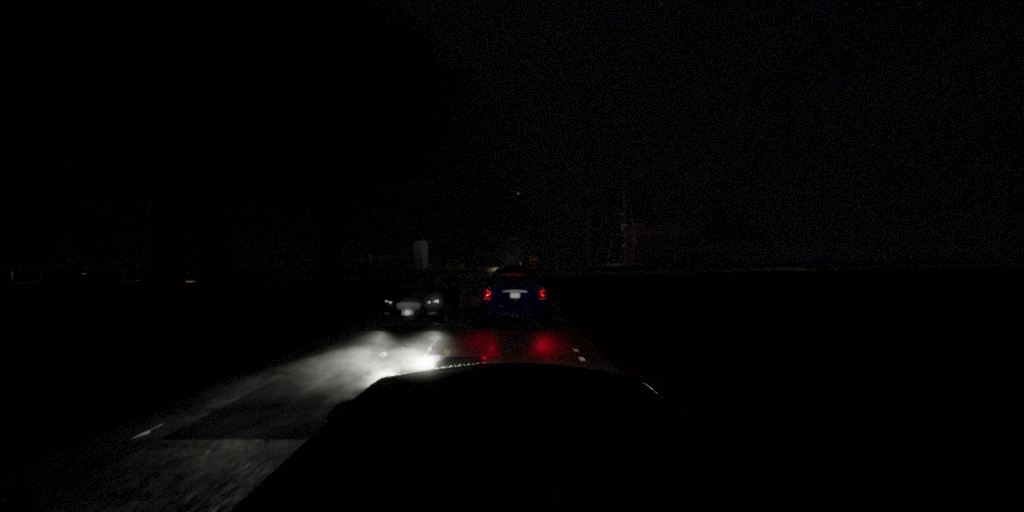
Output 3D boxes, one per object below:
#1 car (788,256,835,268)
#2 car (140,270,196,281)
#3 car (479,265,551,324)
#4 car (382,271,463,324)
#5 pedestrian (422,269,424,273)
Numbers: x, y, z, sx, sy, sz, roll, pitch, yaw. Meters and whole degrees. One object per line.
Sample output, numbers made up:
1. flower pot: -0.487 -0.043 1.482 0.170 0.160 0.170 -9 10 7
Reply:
1. car: 37.810 0.733 45.341 5.008 1.535 1.882 -1 1 1
2. car: -41.162 2.354 42.851 5.357 1.411 2.033 -1 1 1
3. car: 0.093 1.158 12.354 2.097 1.767 4.553 0 0 0
4. car: -2.848 1.297 12.235 2.128 1.511 4.902 0 0 0
5. pedestrian: -12.156 1.541 48.644 0.375 1.860 0.375 0 2 0
